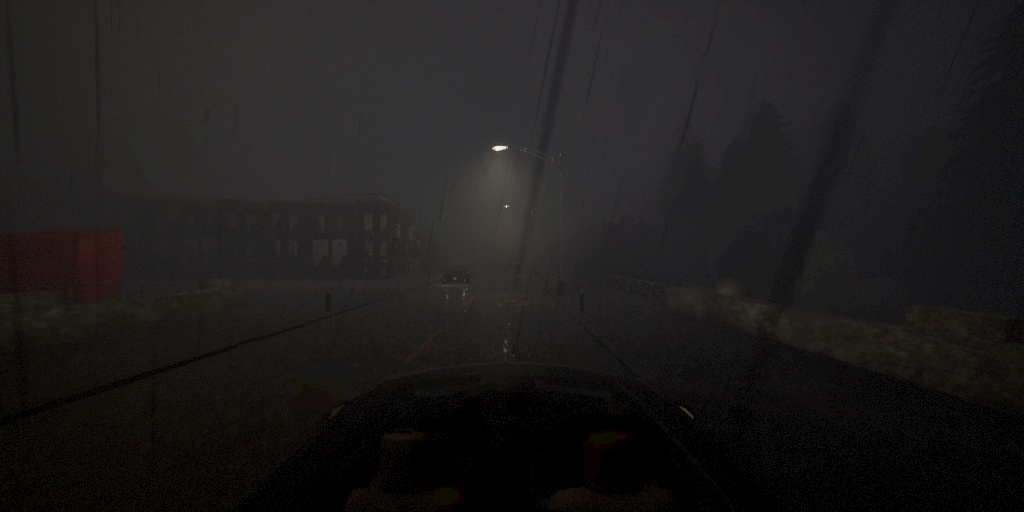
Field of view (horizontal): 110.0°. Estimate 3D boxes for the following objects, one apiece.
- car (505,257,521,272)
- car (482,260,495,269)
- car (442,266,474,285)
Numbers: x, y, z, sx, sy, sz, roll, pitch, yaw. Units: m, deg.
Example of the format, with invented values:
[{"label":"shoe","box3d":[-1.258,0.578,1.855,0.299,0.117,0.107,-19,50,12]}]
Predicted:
[{"label":"car","box3d":[0.113,1.206,51.710,2.150,2.045,5.566,0,-1,0]},{"label":"car","box3d":[-4.010,1.538,62.017,1.837,1.490,4.892,0,0,1]},{"label":"car","box3d":[-4.086,1.438,27.672,1.994,1.385,4.181,0,0,0]}]
